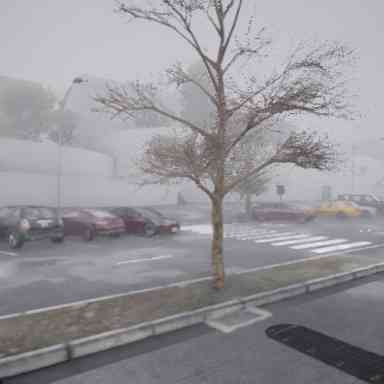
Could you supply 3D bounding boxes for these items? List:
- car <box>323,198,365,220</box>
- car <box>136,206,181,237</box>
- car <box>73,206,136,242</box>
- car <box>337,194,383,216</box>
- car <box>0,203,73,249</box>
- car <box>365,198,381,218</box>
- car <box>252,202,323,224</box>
[{"bbox_3d":[11.642,1.508,28.769,5.366,1.575,1.946,-1,0,35],"label":"car"},{"bbox_3d":[-2.846,1.529,18.206,4.792,1.488,2.163,-1,-1,34],"label":"car"},{"bbox_3d":[-5.317,1.538,16.471,4.674,1.452,2.002,-1,-1,35],"label":"car"},{"bbox_3d":[16.717,1.248,32.145,5.566,2.045,2.435,-1,-1,35],"label":"car"},{"bbox_3d":[-7.724,1.370,14.728,4.553,1.767,2.185,-1,-1,34],"label":"car"},{"bbox_3d":[14.243,1.544,30.416,4.674,1.452,2.002,-1,-1,34],"label":"car"},{"bbox_3d":[6.932,1.537,25.171,4.792,1.488,2.163,-1,-1,35],"label":"car"}]
